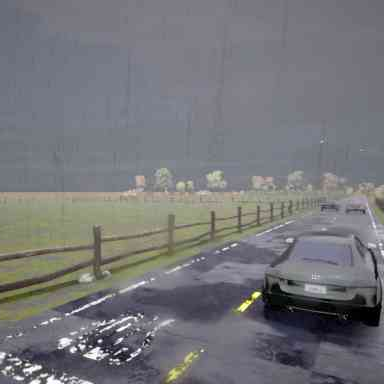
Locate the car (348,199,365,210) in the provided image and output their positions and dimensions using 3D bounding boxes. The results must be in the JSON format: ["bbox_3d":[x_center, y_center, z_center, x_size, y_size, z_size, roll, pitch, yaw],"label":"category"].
[{"bbox_3d":[21.909,1.587,44.175,1.895,1.301,4.718,0,0,27],"label":"car"}]

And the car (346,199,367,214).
[{"bbox_3d":[17.433,1.535,35.337,2.033,1.411,5.357,0,0,27],"label":"car"}]

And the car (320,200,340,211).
[{"bbox_3d":[16.564,1.585,39.790,1.895,1.301,4.718,0,0,27],"label":"car"}]

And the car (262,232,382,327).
[{"bbox_3d":[2.944,1.561,7.248,1.994,1.385,4.181,0,0,27],"label":"car"}]
